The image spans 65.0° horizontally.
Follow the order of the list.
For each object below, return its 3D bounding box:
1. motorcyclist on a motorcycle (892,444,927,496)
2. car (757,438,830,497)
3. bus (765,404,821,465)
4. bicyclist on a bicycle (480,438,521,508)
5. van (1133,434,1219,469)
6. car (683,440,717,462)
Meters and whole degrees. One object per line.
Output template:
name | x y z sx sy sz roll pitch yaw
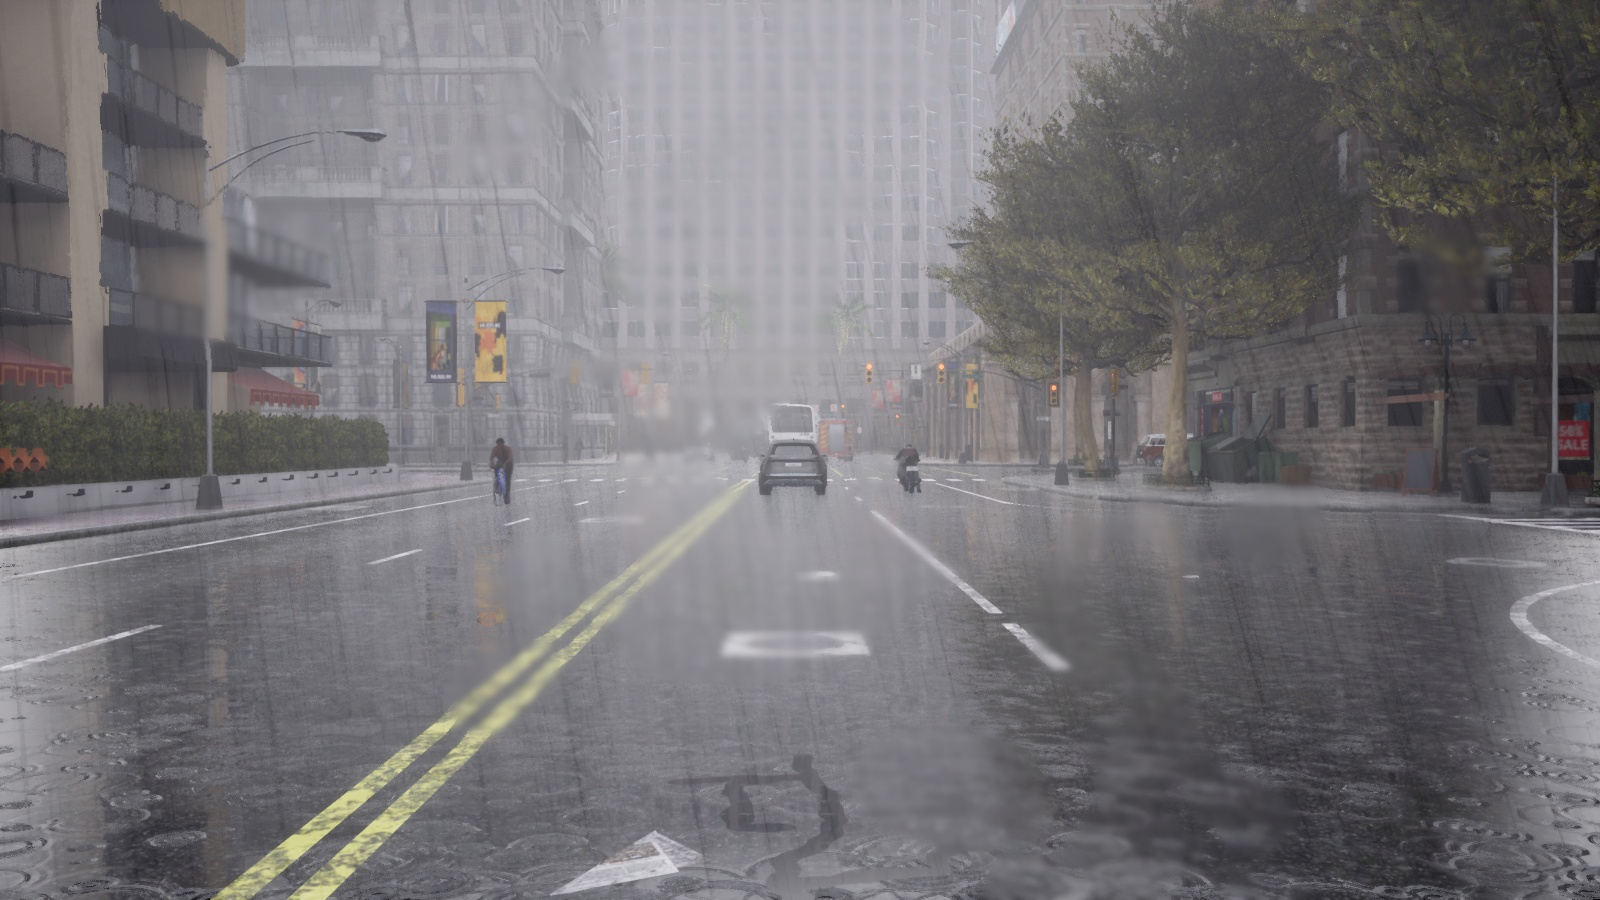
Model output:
motorcyclist on a motorcycle | 3.298 0.569 38.045 0.866 1.530 2.191 0 0 0
car | -0.196 0.465 37.376 2.033 1.649 4.856 0 0 0
bus | -0.539 -1.156 93.137 3.944 4.253 10.273 0 1 0
bicyclist on a bicycle | -7.151 0.524 30.035 0.582 1.620 1.656 0 1 0
van | 22.090 0.071 73.871 4.480 2.038 2.069 0 0 1
car | -7.556 0.046 95.605 2.242 1.667 4.611 0 0 0
